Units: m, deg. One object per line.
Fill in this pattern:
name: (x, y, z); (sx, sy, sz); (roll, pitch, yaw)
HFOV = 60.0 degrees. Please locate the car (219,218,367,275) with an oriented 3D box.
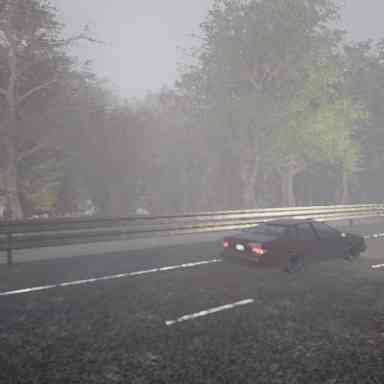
car: (3.339, 1.550, 10.495); (5.357, 1.411, 2.033); (0, 0, -36)
